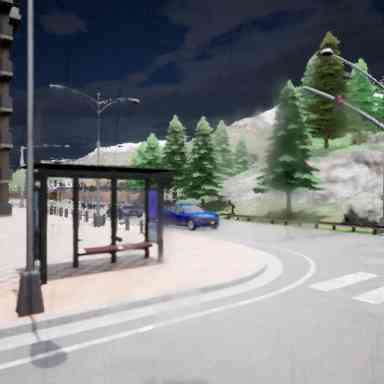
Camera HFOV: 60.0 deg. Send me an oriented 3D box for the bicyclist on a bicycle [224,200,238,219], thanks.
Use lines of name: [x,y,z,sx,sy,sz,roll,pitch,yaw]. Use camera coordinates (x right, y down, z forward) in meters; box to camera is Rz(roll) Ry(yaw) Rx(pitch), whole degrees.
bicyclist on a bicycle: [3.317,1.489,28.530,1.656,1.620,0.582,0,0,-35]

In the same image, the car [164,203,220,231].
car: [-0.237,1.506,21.245,1.882,1.535,5.008,0,0,-35]
